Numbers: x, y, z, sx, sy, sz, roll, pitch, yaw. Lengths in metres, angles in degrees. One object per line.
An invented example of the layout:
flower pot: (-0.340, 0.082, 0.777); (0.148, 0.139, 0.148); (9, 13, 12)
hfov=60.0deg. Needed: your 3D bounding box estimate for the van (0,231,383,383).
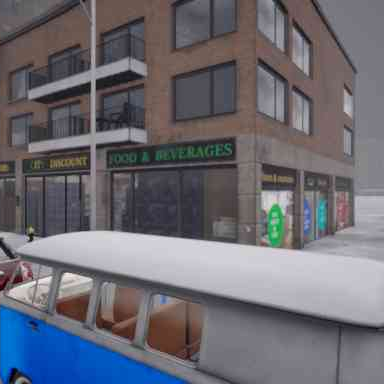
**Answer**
van: (-0.190, 1.341, 2.980); (3.998, 1.788, 1.690); (0, 0, 35)
